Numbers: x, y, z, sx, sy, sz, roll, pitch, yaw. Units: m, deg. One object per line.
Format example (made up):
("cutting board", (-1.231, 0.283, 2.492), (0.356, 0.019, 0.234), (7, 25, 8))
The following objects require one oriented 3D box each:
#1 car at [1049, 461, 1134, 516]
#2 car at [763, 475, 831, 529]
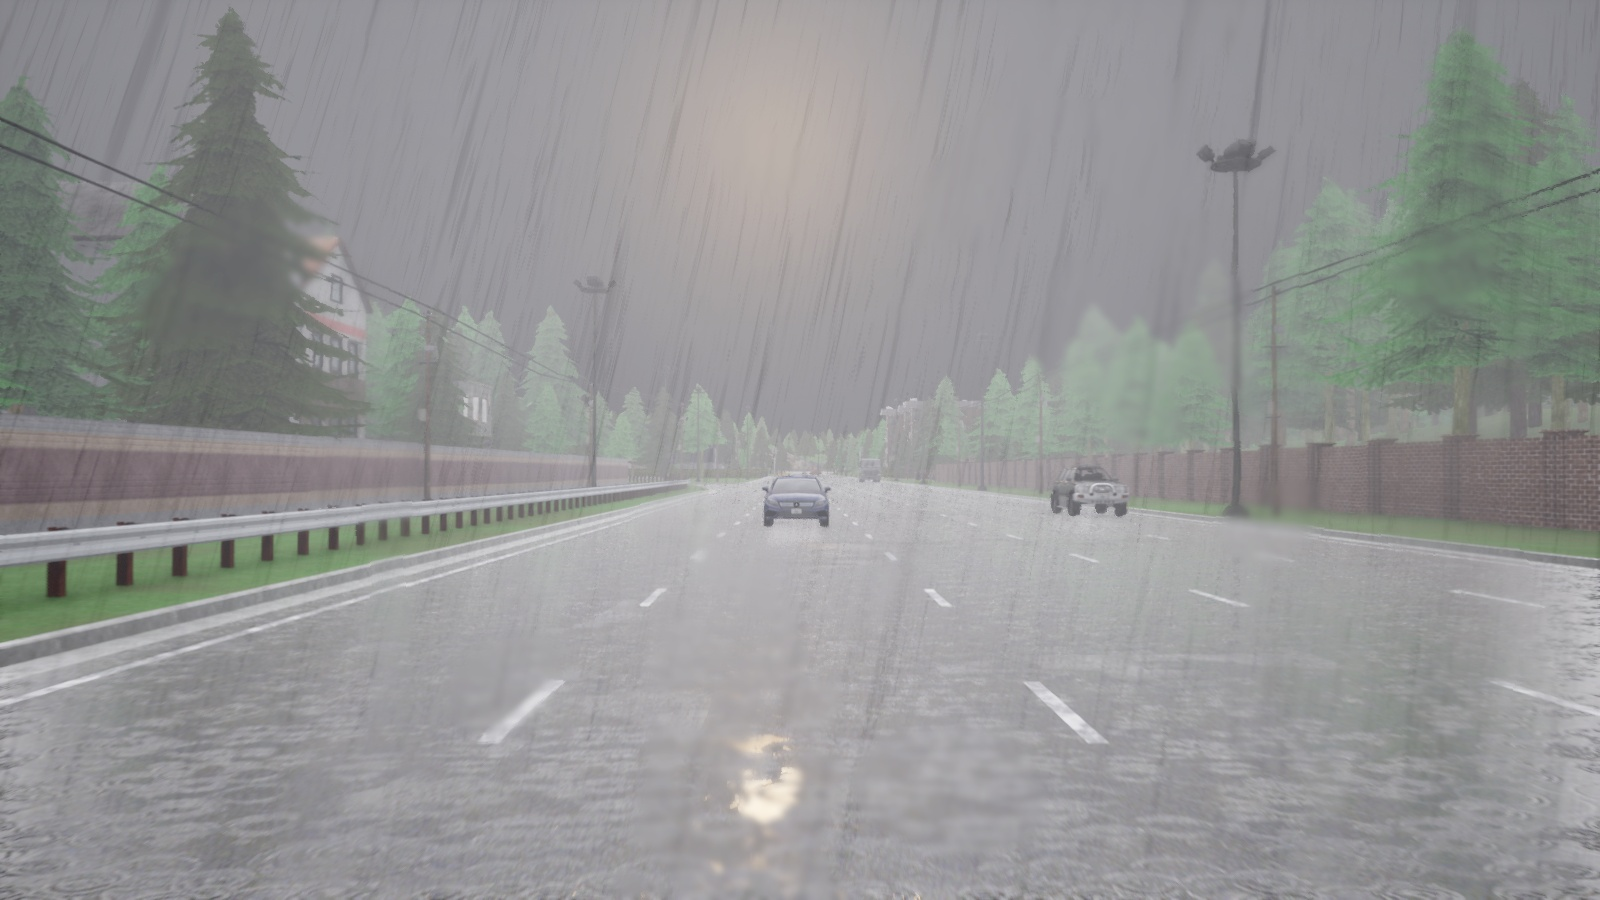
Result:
("car", (10.391, 1.344, 45.076), (1.932, 1.855, 4.605), (0, -1, 0))
("car", (-0.088, 1.447, 36.245), (1.812, 1.442, 4.674), (0, -1, 0))
